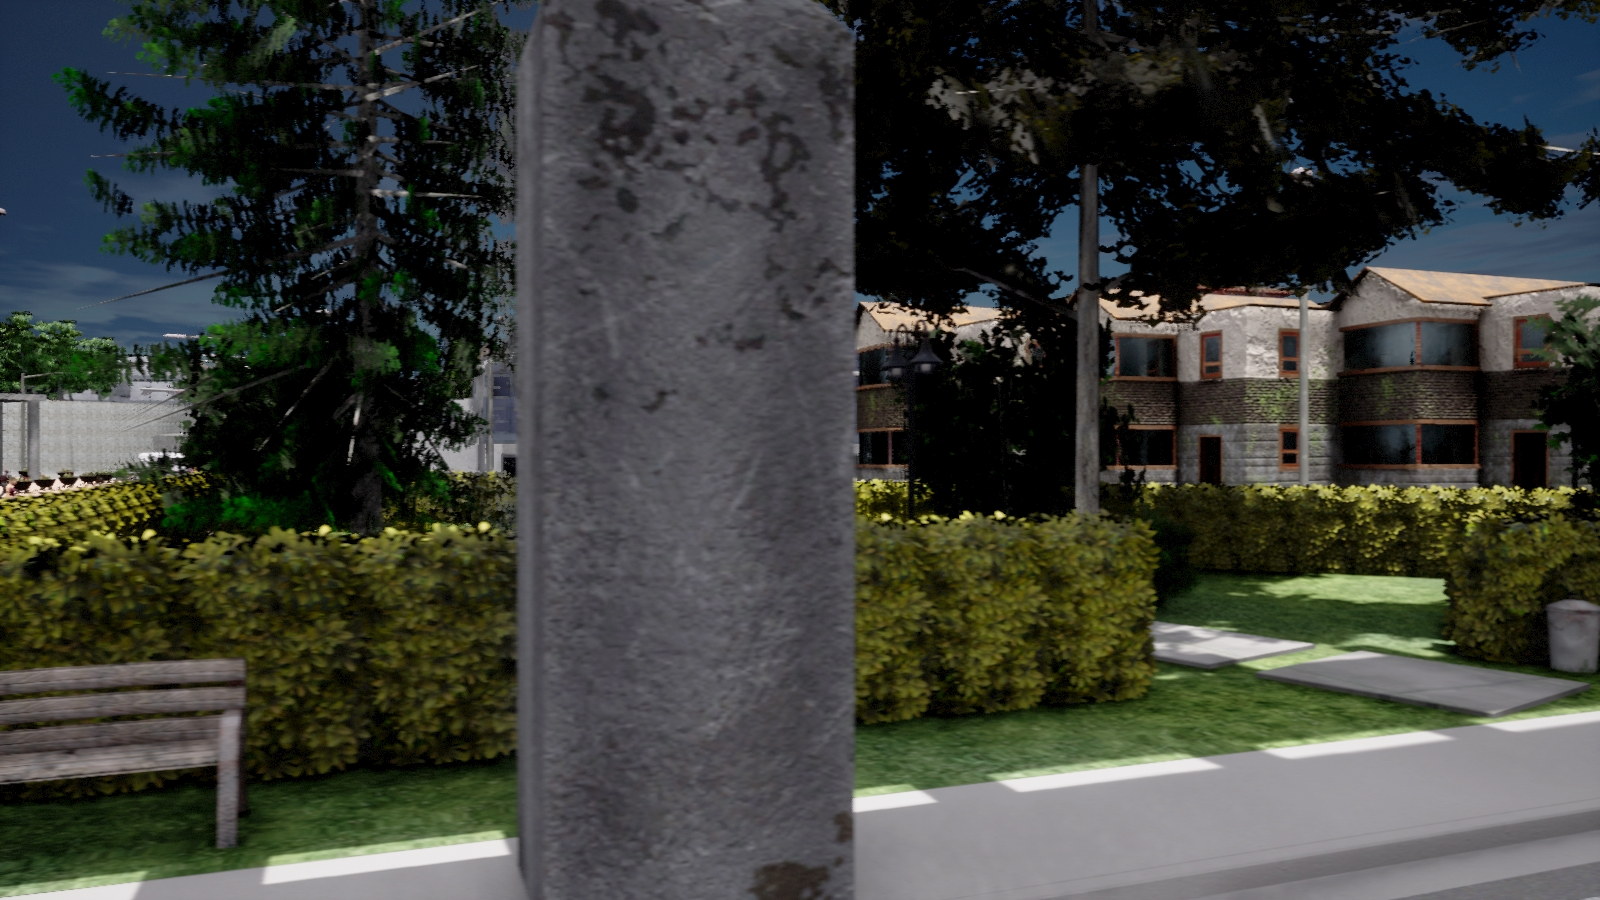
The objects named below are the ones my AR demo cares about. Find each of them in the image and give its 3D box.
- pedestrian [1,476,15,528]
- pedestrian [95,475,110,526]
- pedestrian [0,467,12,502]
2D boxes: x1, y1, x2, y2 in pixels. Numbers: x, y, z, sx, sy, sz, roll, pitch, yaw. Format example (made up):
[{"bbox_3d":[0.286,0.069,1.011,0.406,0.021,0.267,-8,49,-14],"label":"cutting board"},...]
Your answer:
[{"bbox_3d":[-28.401,1.855,40.971,0.375,1.860,0.375,0,0,-24],"label":"pedestrian"},{"bbox_3d":[-25.594,1.853,41.923,0.375,1.860,0.375,0,0,-19],"label":"pedestrian"},{"bbox_3d":[-43.615,1.892,62.766,0.375,1.860,0.375,0,0,19],"label":"pedestrian"}]
